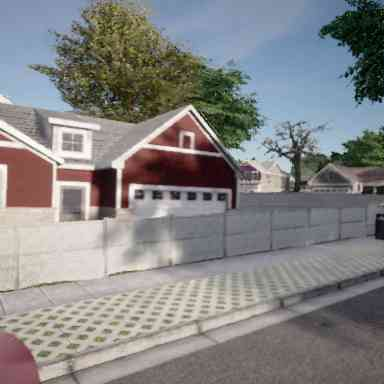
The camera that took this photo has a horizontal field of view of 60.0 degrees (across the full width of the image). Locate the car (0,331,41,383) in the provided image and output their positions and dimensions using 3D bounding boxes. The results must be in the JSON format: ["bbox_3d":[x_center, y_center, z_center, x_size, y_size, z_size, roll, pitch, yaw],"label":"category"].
[{"bbox_3d":[-3.055,1.482,0.890,5.008,1.535,1.882,0,0,-35],"label":"car"}]
